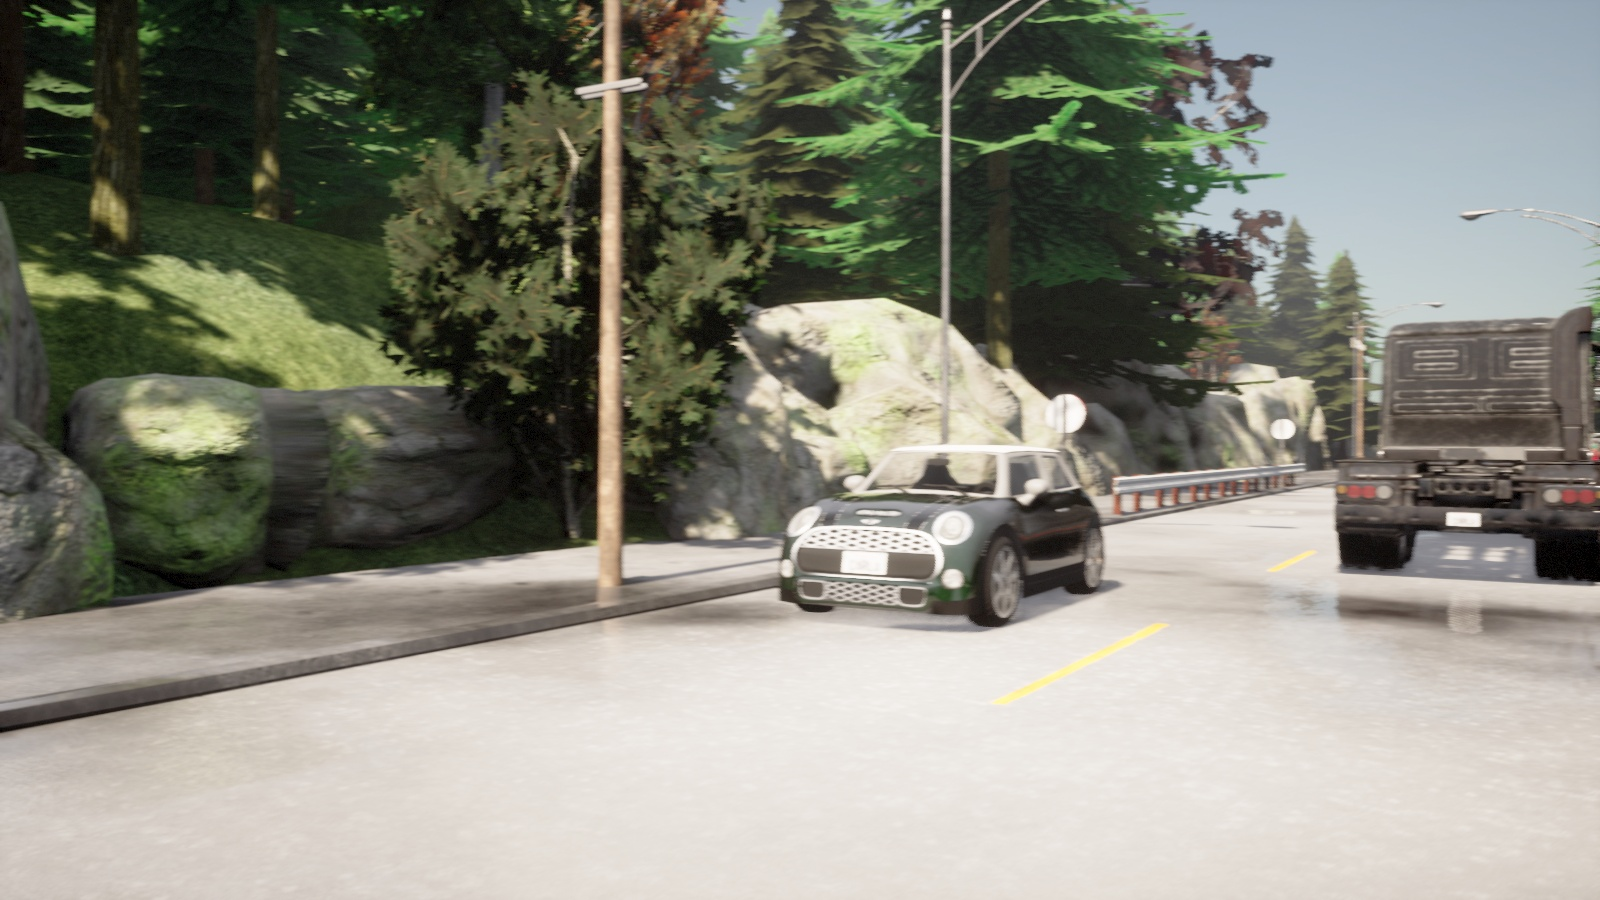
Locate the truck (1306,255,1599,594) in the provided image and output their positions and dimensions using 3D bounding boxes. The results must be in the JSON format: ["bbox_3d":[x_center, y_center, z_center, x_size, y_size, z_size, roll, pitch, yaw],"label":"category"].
[{"bbox_3d":[8.966,-0.280,16.952,2.891,3.462,7.936,1,0,30],"label":"truck"}]

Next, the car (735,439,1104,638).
[{"bbox_3d":[1.263,0.649,11.478,1.970,1.475,3.806,1,0,30],"label":"car"}]
